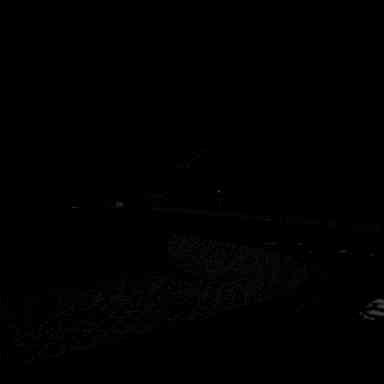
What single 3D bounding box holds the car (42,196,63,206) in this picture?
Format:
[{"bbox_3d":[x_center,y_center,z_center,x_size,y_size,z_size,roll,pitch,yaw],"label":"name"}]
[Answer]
[{"bbox_3d":[-19.502,1.280,46.299,1.837,1.490,4.892,-3,2,-36],"label":"car"}]
